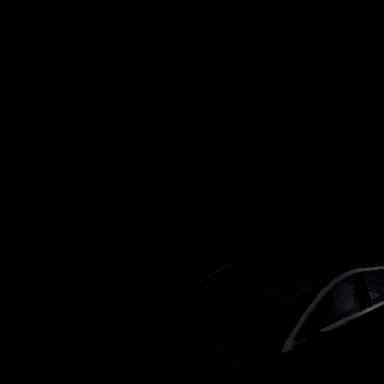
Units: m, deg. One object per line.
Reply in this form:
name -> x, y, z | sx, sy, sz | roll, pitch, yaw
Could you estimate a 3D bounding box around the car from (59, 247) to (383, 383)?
car -> 1.099, 1.467, 3.748 | 4.902, 1.511, 2.128 | 0, 0, -34
